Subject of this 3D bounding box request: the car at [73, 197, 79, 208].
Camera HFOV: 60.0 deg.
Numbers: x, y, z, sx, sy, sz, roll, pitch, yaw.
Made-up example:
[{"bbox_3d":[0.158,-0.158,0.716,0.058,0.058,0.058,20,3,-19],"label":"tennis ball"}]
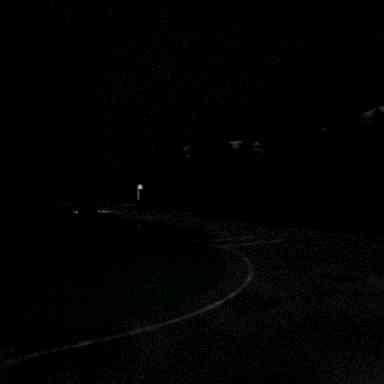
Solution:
[{"bbox_3d":[-11.994,1.249,37.016,1.812,1.442,4.674,0,0,-31],"label":"car"}]
